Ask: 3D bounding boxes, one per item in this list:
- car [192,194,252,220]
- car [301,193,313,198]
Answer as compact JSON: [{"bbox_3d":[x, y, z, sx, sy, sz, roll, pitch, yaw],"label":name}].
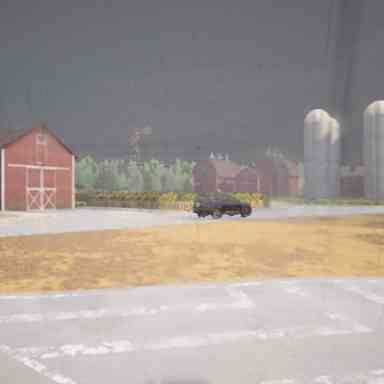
[{"bbox_3d":[2.583,1.193,28.185,5.566,2.045,2.150,0,0,-37],"label":"car"},{"bbox_3d":[30.134,1.621,86.788,2.242,1.667,4.611,0,0,35],"label":"car"}]
